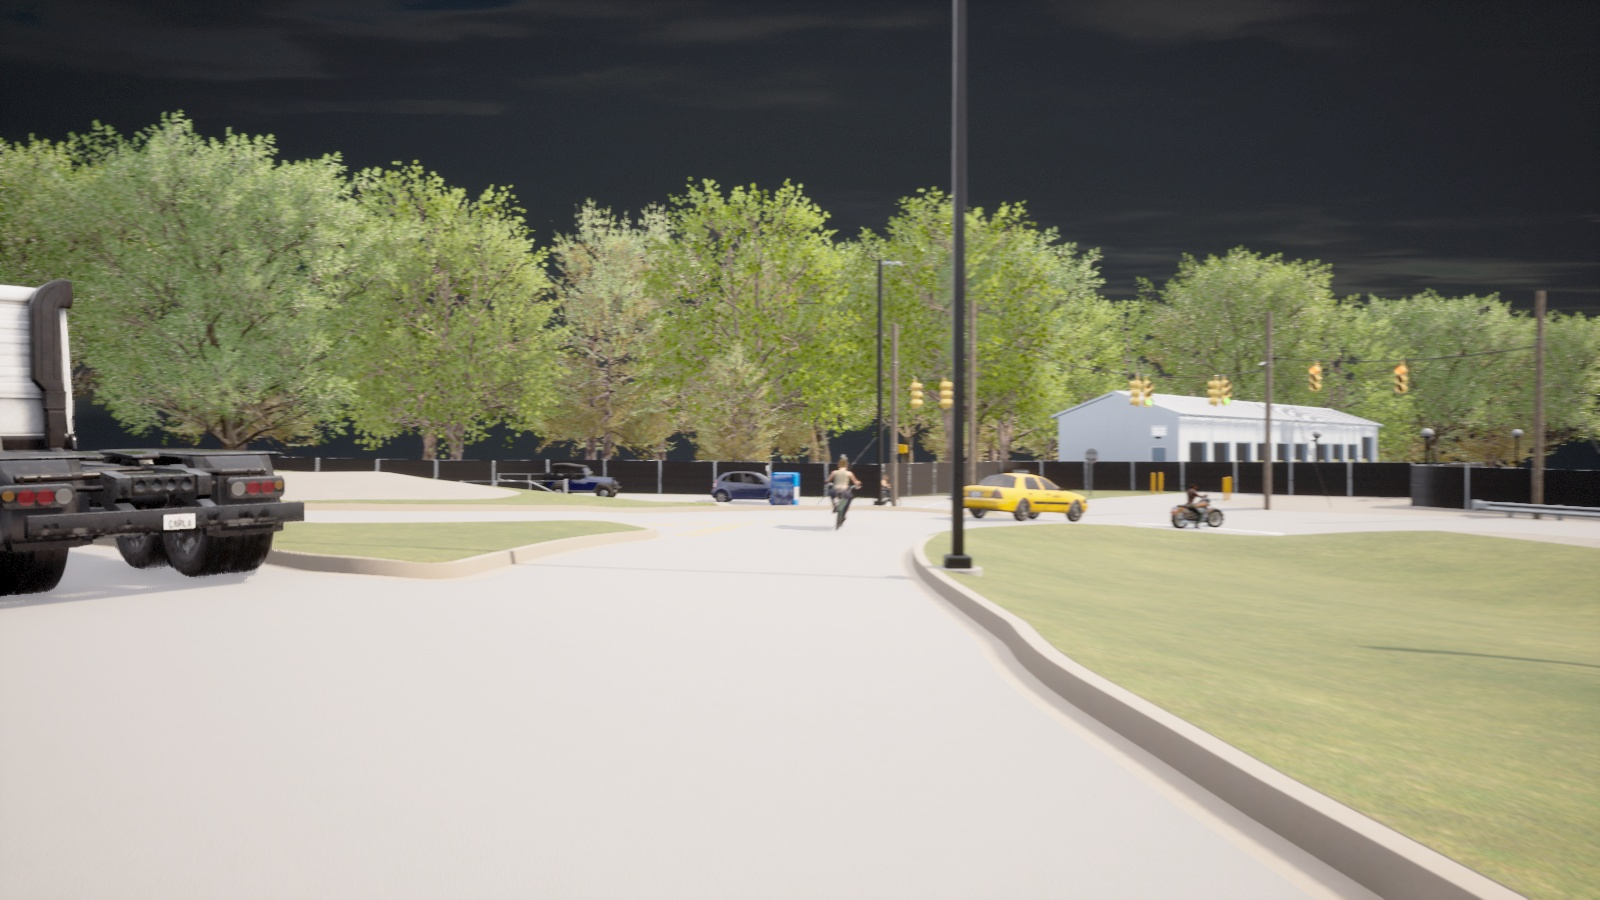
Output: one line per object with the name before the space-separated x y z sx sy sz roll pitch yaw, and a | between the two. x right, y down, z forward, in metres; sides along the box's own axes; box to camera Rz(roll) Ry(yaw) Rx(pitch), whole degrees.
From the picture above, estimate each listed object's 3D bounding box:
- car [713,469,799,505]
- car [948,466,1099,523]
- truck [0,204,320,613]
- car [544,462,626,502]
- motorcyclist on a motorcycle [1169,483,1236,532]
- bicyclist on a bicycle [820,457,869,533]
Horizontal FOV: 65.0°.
car | -2.202 1.854 63.320 3.988 1.617 1.851 1 2 9
car | 6.994 1.399 38.898 1.801 1.575 5.366 2 -2 45
truck | -8.965 -0.433 14.212 7.936 3.462 2.891 1 2 38
car | -10.966 1.609 64.205 3.866 1.878 1.905 1 1 0
motorcyclist on a motorcycle | 14.067 1.987 43.898 2.350 1.649 0.766 1 1 -27
bicyclist on a bicycle | 1.032 1.013 28.810 0.866 1.612 1.509 3 1 8
